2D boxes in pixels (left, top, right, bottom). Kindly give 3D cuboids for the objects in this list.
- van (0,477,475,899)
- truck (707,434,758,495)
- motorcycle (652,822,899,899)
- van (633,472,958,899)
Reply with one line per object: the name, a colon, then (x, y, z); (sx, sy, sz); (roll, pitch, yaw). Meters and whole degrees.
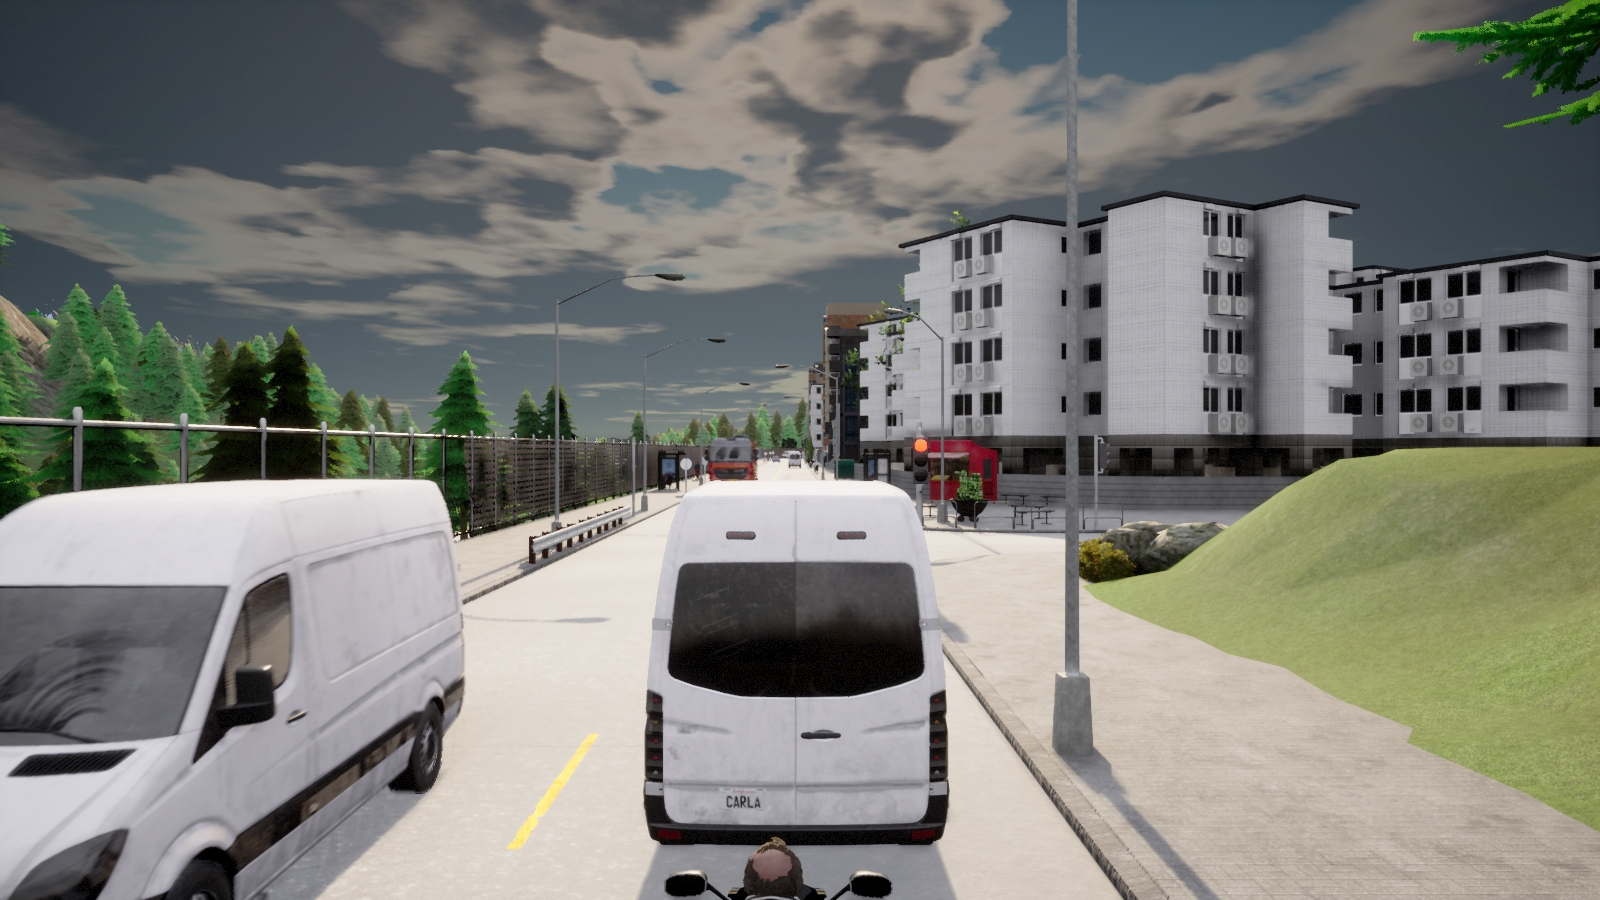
van: (-4.016, 1.534, 7.705); (1.988, 2.561, 5.915); (0, 0, 0)
truck: (-4.335, 0.890, 75.337); (2.891, 3.827, 8.468); (0, 0, 0)
motorcycle: (-0.090, 2.205, 3.746); (0.867, 1.251, 2.209); (0, 0, 1)
van: (-0.034, 1.534, 9.946); (1.988, 2.561, 5.915); (0, 0, 0)
